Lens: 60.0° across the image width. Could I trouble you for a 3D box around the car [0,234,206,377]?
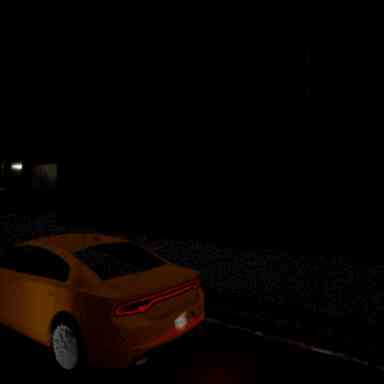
[{"bbox_3d":[-2.132,1.456,5.622,5.008,1.535,1.882,0,0,36],"label":"car"}]
